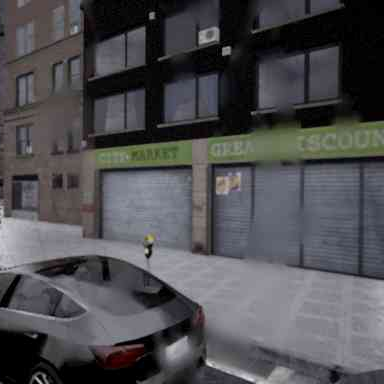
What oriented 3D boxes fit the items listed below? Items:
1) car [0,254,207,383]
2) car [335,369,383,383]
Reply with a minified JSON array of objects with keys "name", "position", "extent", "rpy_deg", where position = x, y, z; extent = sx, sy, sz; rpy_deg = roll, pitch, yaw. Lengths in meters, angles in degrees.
[{"name":"car","position":[-1.825,1.519,4.386],"extent":[4.313,1.339,1.947],"rpy_deg":[1,0,36]},{"name":"car","position":[2.669,1.570,1.175],"extent":[4.403,1.369,2.008],"rpy_deg":[1,0,36]}]
